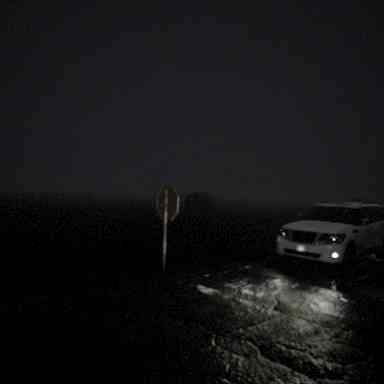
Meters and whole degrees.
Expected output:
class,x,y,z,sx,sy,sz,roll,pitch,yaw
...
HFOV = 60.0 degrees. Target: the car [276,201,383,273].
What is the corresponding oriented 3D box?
class,x,y,z,sx,sy,sz,roll,pitch,yaw
car,5.231,1.377,11.727,5.566,2.045,2.150,2,0,-43
